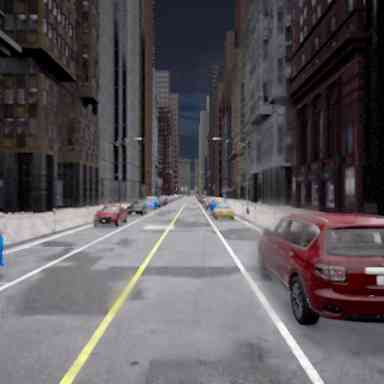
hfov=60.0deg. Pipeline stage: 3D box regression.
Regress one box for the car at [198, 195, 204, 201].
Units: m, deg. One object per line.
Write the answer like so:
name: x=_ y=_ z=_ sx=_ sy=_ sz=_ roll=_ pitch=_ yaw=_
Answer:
car: x=2.776 y=1.763 z=69.107 sx=1.967 sy=1.590 sz=4.097 roll=0 pitch=0 yaw=0

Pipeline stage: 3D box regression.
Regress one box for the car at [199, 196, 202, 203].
car: x=2.774 y=1.819 z=57.834 sx=2.008 sy=1.369 sz=4.403 roll=0 pitch=0 yaw=0

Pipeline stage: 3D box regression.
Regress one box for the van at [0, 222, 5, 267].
van: x=-5.763 y=1.372 z=7.096 sx=1.690 sy=1.788 sz=3.998 roll=0 pitch=0 yaw=0

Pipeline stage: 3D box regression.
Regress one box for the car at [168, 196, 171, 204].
car: x=-5.751 y=1.611 z=63.463 sx=2.192 sy=1.841 sz=5.009 roll=0 pitch=0 yaw=0

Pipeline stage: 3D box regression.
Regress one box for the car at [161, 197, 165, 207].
car: x=-5.752 y=1.807 z=52.189 sx=1.947 sy=1.339 sz=4.313 roll=0 pitch=0 yaw=0

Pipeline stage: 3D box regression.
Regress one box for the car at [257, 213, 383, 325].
car: x=2.762 y=1.345 z=7.109 sx=2.192 sy=1.841 sz=5.009 roll=0 pitch=0 yaw=0

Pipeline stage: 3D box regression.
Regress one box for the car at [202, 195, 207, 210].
car: x=2.771 y=1.654 z=46.562 sx=1.967 sy=1.590 sz=4.097 roll=0 pitch=0 yaw=0

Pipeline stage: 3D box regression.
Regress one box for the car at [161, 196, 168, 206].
car: x=-5.751 y=1.834 z=57.825 sx=1.947 sy=1.339 sz=4.313 roll=0 pitch=0 yaw=0

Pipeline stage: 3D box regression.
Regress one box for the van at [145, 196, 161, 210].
van: x=-5.754 y=1.555 z=46.553 sx=1.690 sy=1.788 sz=3.998 roll=0 pitch=0 yaw=0

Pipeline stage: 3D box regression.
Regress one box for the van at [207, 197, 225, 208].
van: x=2.768 y=1.500 z=35.290 sx=1.690 sy=1.788 sz=3.998 roll=0 pitch=0 yaw=0

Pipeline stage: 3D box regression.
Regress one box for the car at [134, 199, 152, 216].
car: x=-5.756 y=1.725 z=35.278 sx=1.947 sy=1.339 sz=4.313 roll=0 pitch=0 yaw=0

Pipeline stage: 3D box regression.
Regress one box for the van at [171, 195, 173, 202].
van: x=-5.748 y=1.692 z=74.736 sx=1.690 sy=1.788 sz=3.998 roll=0 pitch=0 yaw=0

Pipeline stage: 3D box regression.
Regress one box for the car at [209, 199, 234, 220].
car: x=2.767 y=1.659 z=29.823 sx=1.752 sy=1.417 sz=4.829 roll=0 pitch=0 yaw=0

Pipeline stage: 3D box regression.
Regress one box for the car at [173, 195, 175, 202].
car: x=-5.746 y=1.818 z=80.373 sx=1.967 sy=1.590 sz=4.097 roll=0 pitch=0 yaw=0

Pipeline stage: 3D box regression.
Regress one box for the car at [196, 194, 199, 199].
car: x=2.778 y=1.693 z=80.381 sx=2.192 sy=1.841 sz=5.009 roll=0 pitch=0 yaw=0

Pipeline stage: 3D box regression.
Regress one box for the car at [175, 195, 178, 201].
car: x=-5.744 y=1.873 z=91.646 sx=1.967 sy=1.590 sz=4.097 roll=0 pitch=0 yaw=0

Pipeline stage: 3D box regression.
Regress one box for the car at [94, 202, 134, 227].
car: x=-5.759 y=1.651 z=24.005 sx=1.887 sy=1.381 sz=4.507 roll=0 pitch=0 yaw=0
